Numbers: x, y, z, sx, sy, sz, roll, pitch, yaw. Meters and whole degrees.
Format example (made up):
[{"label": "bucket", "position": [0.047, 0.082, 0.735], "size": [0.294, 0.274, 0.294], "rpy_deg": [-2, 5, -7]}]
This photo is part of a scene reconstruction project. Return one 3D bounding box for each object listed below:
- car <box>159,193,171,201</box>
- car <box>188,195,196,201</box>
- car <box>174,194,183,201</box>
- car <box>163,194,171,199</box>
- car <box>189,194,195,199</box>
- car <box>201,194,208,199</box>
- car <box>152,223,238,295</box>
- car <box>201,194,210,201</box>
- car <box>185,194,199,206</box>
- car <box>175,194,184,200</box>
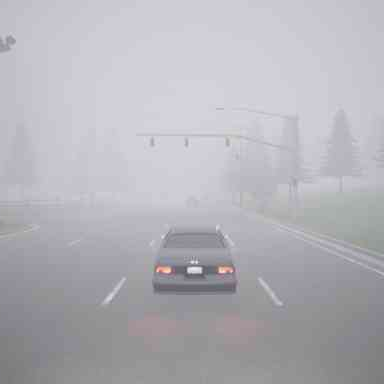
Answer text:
[{"label": "car", "position": [-6.998, 1.192, 83.600], "size": [2.150, 2.045, 5.566], "rpy_deg": [0, 0, 0]}, {"label": "car", "position": [0.002, 1.506, 83.570], "size": [2.033, 1.411, 5.357], "rpy_deg": [0, 0, 0]}, {"label": "car", "position": [-3.498, 1.491, 83.987], "size": [1.812, 1.442, 4.674], "rpy_deg": [0, 0, 0]}, {"label": "car", "position": [-6.998, 1.357, 93.990], "size": [1.994, 1.385, 4.181], "rpy_deg": [0, 0, 0]}, {"label": "car", "position": [0.002, 1.282, 93.990], "size": [1.882, 1.535, 5.008], "rpy_deg": [0, 0, 0]}, {"label": "car", "position": [3.502, 1.282, 93.990], "size": [1.882, 1.535, 5.008], "rpy_deg": [0, 0, 0]}, {"label": "car", "position": [0.067, 1.545, 8.888], "size": [2.033, 1.411, 5.357], "rpy_deg": [0, 0, 0]}, {"label": "car", "position": [3.502, 1.466, 83.570], "size": [1.837, 1.490, 4.892], "rpy_deg": [0, 0, 0]}, {"label": "car", "position": [-0.001, 1.336, 52.927], "size": [2.097, 1.767, 4.553], "rpy_deg": [0, 0, 0]}, {"label": "car", "position": [-3.498, 1.329, 93.990], "size": [2.128, 1.511, 4.902], "rpy_deg": [0, 0, 0]}]
